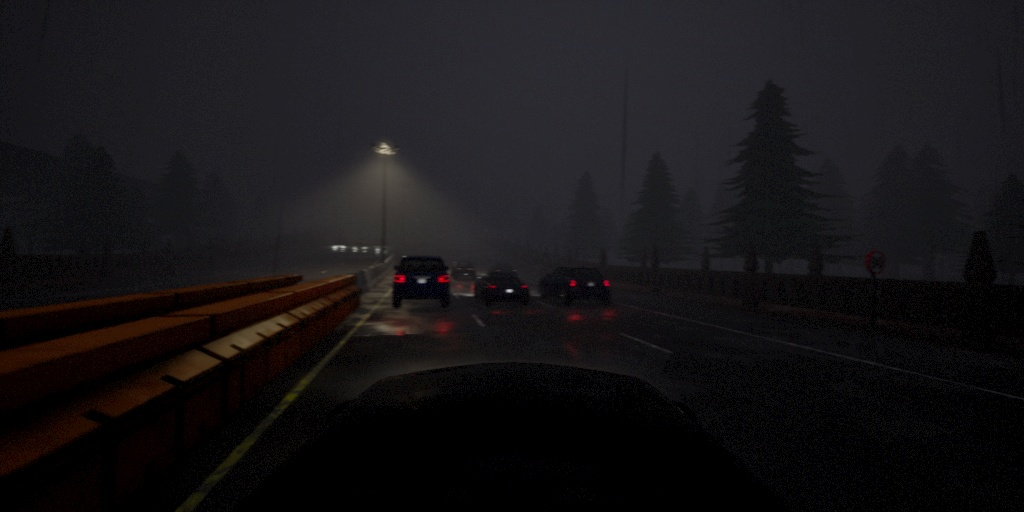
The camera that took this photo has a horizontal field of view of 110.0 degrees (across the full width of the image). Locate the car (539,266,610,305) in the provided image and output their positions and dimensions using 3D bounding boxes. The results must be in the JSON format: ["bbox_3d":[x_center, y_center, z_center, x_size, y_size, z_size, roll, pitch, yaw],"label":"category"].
[{"bbox_3d":[2.855,1.254,17.371,2.097,1.767,4.553,1,-1,-14],"label":"car"}]

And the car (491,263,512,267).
[{"bbox_3d":[-0.909,1.300,32.132,1.994,1.385,4.181,1,2,-14],"label":"car"}]

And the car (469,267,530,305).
[{"bbox_3d":[-0.592,1.412,16.721,1.994,1.385,4.181,1,0,-14],"label":"car"}]

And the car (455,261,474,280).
[{"bbox_3d":[-4.298,1.172,31.261,2.128,1.511,4.902,1,2,-14],"label":"car"}]

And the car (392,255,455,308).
[{"bbox_3d":[-3.913,1.007,15.590,2.150,2.045,5.566,1,0,-14],"label":"car"}]
